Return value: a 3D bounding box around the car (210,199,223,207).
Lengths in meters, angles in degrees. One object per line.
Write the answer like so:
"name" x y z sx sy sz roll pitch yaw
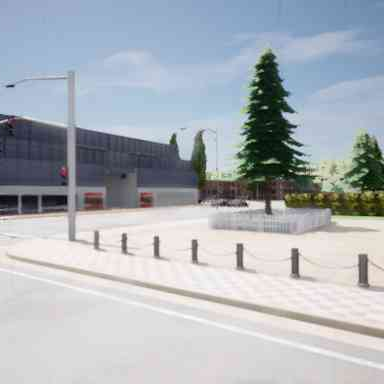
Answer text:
"car" 5.164 1.857 57.341 2.033 1.411 5.357 -1 0 36

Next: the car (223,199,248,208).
"car" 7.484 1.836 54.589 1.994 1.385 4.181 -1 -1 36
